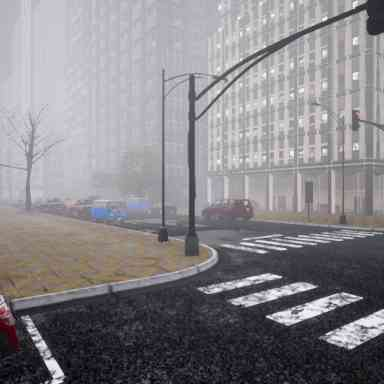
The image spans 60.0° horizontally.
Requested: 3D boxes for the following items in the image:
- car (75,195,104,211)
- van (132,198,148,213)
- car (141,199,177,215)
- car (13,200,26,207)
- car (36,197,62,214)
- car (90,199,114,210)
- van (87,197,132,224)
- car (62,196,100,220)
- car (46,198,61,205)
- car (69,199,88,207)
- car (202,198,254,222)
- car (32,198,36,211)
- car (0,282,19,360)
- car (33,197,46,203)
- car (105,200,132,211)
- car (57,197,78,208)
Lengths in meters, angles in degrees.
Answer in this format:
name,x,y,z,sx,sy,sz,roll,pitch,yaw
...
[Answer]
name,x,y,z,sx,sy,sz,roll,pitch,yaw
car,-14.473,1.524,46.717,2.150,2.045,5.566,0,0,-36
van,-6.658,1.586,40.568,1.690,1.788,3.998,0,0,-36
car,-3.276,1.758,35.981,2.008,1.369,4.403,0,0,-36
car,-30.309,1.994,58.532,1.802,1.307,4.206,0,0,-36
car,-16.788,1.584,40.187,2.192,1.841,5.009,0,0,-36
car,-13.519,1.844,49.878,1.752,1.417,4.829,0,0,-36
van,-6.646,1.499,26.428,1.690,1.788,3.998,0,0,-36
car,-10.027,1.510,31.014,2.192,1.841,5.009,0,0,-36
car,-30.322,2.061,72.673,1.947,1.339,4.313,0,0,-36
car,-20.179,1.940,58.913,2.008,1.369,4.403,0,0,-36
car,2.900,1.454,27.602,2.192,1.841,5.009,0,0,-36
car,-20.168,1.745,44.773,1.967,1.590,4.097,0,0,-36
car,-4.240,1.440,3.532,4.097,1.590,1.967,0,0,-36
car,-39.084,2.063,85.088,1.882,1.535,5.008,0,0,-36
car,-10.037,1.847,45.154,1.947,1.339,4.313,0,0,-36
car,-20.780,1.721,55.202,2.097,1.767,4.553,0,0,-36
